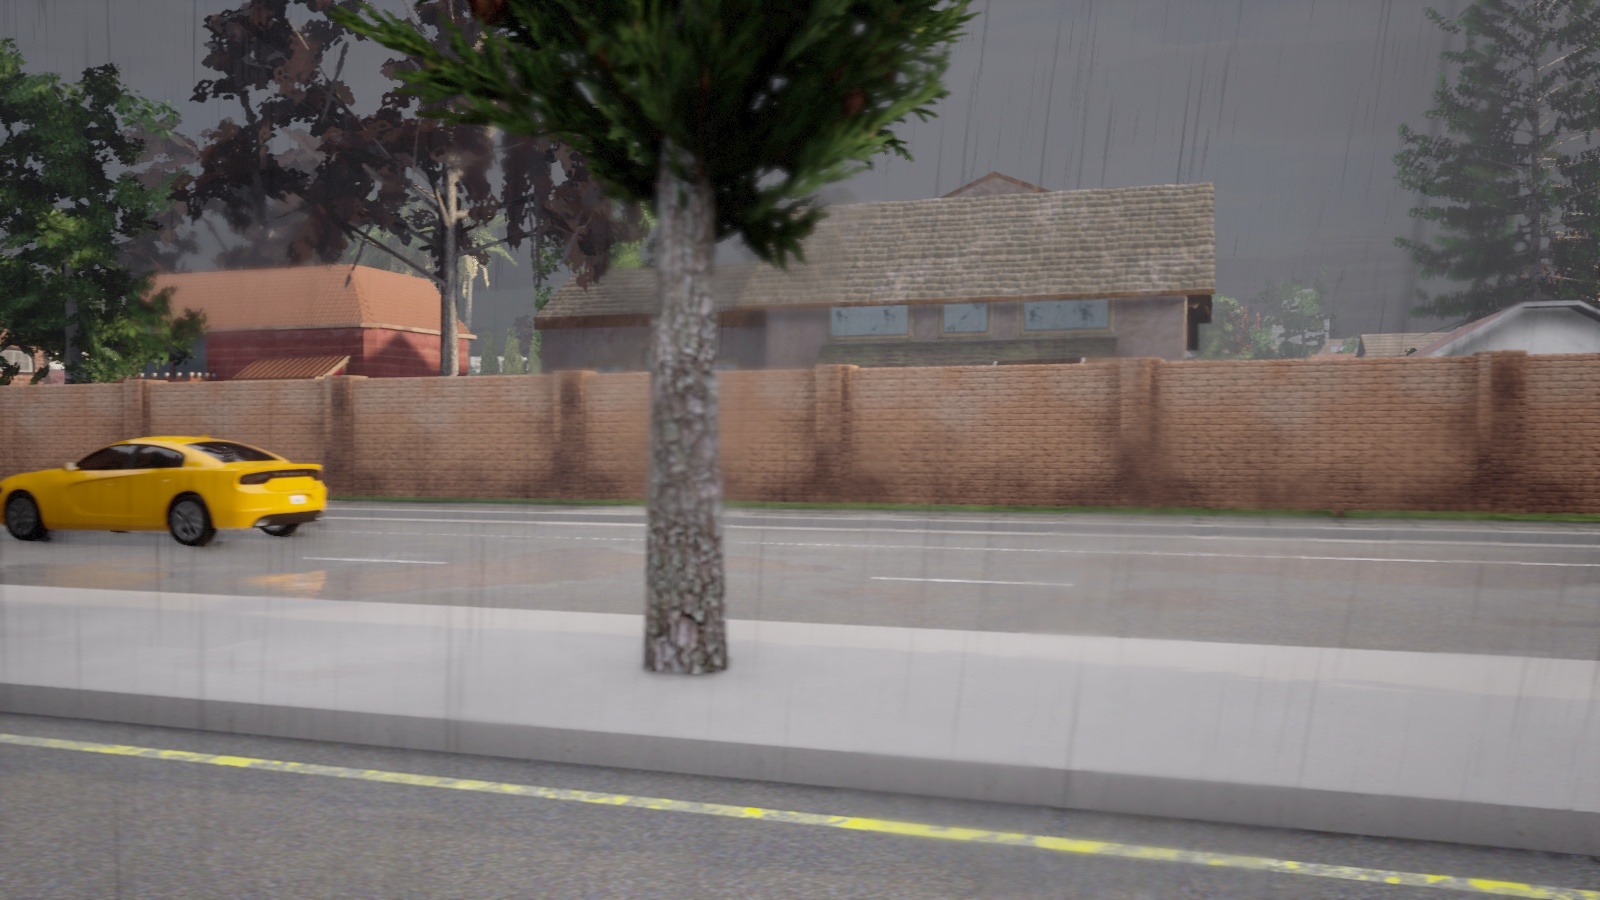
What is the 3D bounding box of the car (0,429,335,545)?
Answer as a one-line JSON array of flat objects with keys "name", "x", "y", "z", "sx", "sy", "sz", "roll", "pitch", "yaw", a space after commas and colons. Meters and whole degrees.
[{"name": "car", "x": -9.568, "y": 0.470, "z": 18.530, "sx": 5.008, "sy": 1.535, "sz": 1.882, "roll": 1, "pitch": 1, "yaw": 19}]
